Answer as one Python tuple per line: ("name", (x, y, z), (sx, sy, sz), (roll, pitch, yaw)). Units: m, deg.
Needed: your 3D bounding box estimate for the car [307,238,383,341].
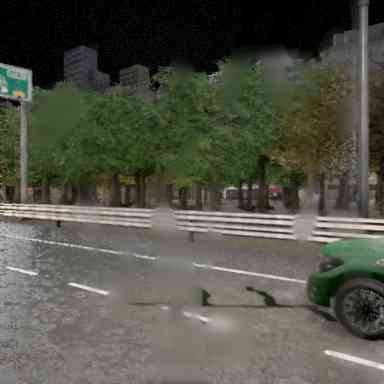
("car", (4.649, 1.222, 4.851), (5.566, 2.045, 2.150), (0, 0, 36))
